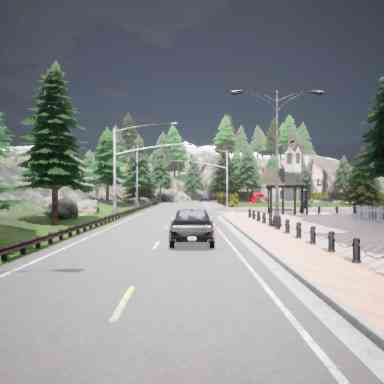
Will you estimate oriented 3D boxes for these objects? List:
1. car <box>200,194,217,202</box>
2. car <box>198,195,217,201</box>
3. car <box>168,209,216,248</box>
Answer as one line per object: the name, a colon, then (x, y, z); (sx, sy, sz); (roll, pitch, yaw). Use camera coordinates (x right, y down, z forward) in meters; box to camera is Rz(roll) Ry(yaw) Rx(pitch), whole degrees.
car: (4.031, 1.336, 78.055); (2.097, 1.767, 4.553); (0, 0, 35)
car: (4.041, 1.523, 83.745); (2.128, 1.511, 4.902); (0, 0, 42)
car: (0.000, 1.493, 14.650); (2.128, 1.511, 4.902); (0, 0, 0)
